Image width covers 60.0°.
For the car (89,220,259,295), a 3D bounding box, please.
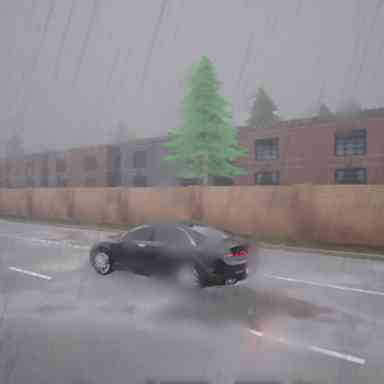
[{"bbox_3d":[-0.683,1.503,8.782,4.892,1.490,1.837,0,0,35],"label":"car"}]
